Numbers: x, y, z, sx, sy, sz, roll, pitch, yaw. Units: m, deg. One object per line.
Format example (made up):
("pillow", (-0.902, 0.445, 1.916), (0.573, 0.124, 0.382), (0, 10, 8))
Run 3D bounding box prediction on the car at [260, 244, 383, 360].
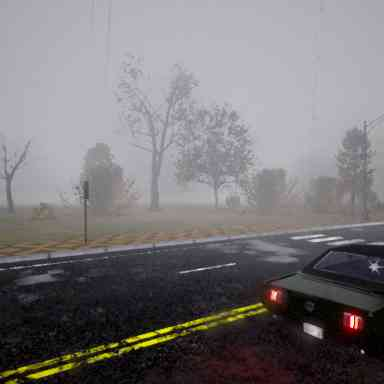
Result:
("car", (3.480, 1.600, 5.790), (4.718, 1.301, 1.895), (0, 0, -35))
